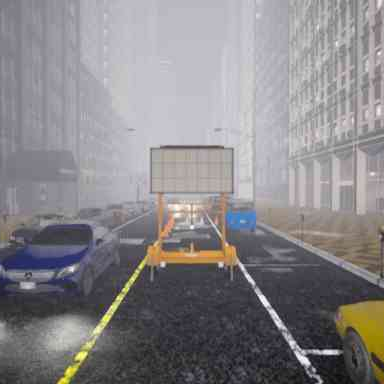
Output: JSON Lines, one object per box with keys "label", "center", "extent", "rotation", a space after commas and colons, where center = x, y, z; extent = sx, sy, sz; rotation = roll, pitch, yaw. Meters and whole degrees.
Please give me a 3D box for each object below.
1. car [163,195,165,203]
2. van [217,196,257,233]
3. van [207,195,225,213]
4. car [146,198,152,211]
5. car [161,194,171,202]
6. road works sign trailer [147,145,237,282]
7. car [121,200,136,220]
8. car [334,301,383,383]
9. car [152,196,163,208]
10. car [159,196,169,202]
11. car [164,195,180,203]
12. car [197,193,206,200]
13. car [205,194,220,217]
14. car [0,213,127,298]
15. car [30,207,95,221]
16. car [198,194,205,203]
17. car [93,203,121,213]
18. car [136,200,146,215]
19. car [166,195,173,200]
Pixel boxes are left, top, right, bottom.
{"label": "car", "center": [-5.827, 1.474, 59.089], "extent": [2.008, 1.369, 4.403], "rotation": [-1, 0, 0]}
{"label": "van", "center": [2.639, 1.316, 19.322], "extent": [1.690, 1.788, 3.998], "rotation": [-1, 0, 0]}
{"label": "van", "center": [2.601, 1.294, 36.373], "extent": [1.690, 1.788, 3.998], "rotation": [-1, 0, 0]}
{"label": "car", "center": [-5.777, 1.535, 36.355], "extent": [1.802, 1.307, 4.206], "rotation": [-1, 0, 0]}
{"label": "car", "center": [-5.865, 1.340, 76.139], "extent": [1.967, 1.590, 4.097], "rotation": [-1, 0, 0]}
{"label": "road works sign trailer", "center": [-0.003, 0.452, 9.695], "extent": [2.380, 3.560, 2.880], "rotation": [0, 0, 0]}
{"label": "car", "center": [-5.752, 1.512, 24.987], "extent": [1.887, 1.381, 4.507], "rotation": [-1, 0, 0]}
{"label": "car", "center": [2.677, 1.522, 2.441], "extent": [1.752, 1.417, 4.829], "rotation": [-1, 0, 0]}
{"label": "car", "center": [-5.802, 1.489, 47.722], "extent": [2.008, 1.369, 4.403], "rotation": [-1, 0, 0]}
{"label": "car", "center": [-5.851, 1.490, 70.456], "extent": [1.802, 1.307, 4.206], "rotation": [-1, 0, 0]}
{"label": "car", "center": [-3.130, 1.491, 56.775], "extent": [1.994, 1.385, 4.181], "rotation": [0, 0, 0]}
{"label": "car", "center": [2.489, 1.199, 87.526], "extent": [2.192, 1.841, 5.009], "rotation": [-1, 0, 0]}
{"label": "car", "center": [2.613, 1.275, 30.689], "extent": [2.192, 1.841, 5.009], "rotation": [-1, 0, 0]}
{"label": "car", "center": [-3.120, 1.514, 8.641], "extent": [1.812, 1.442, 4.674], "rotation": [0, 0, 0]}
{"label": "car", "center": [-5.728, 1.533, 13.620], "extent": [2.008, 1.369, 4.403], "rotation": [-1, 0, 0]}
{"label": "car", "center": [2.554, 1.474, 59.107], "extent": [2.008, 1.369, 4.403], "rotation": [-1, 0, 0]}
{"label": "car", "center": [-5.740, 1.541, 19.304], "extent": [1.947, 1.339, 4.313], "rotation": [-1, 0, 0]}
{"label": "car", "center": [-5.765, 1.511, 30.671], "extent": [2.008, 1.369, 4.403], "rotation": [-1, 0, 0]}
{"label": "car", "center": [-5.888, 1.410, 87.337], "extent": [1.752, 1.417, 4.829], "rotation": [-1, 0, 0]}
